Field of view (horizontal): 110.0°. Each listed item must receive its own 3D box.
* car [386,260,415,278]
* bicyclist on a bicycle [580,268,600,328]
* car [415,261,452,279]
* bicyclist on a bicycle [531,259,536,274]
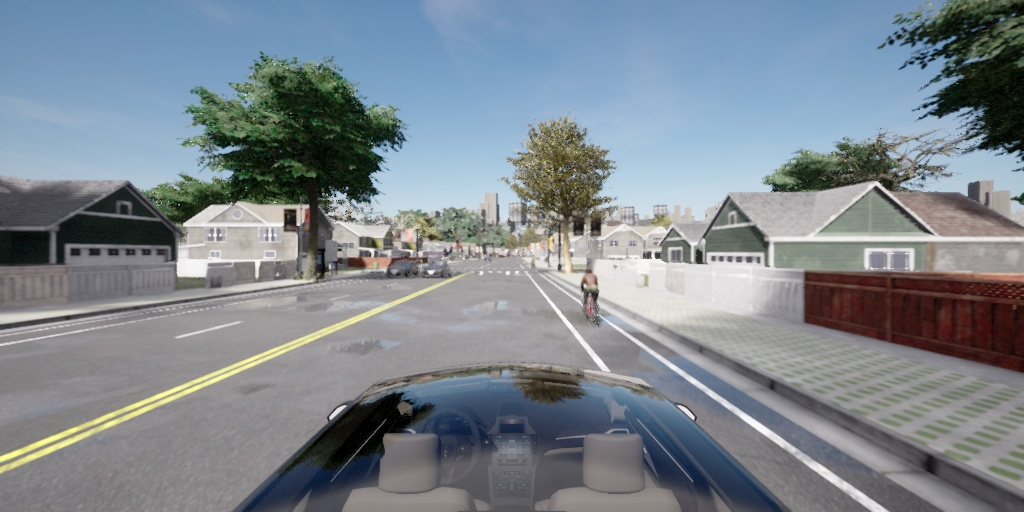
[{"bbox_3d":[-9.792,1.152,32.345,2.128,1.511,4.902,0,0,0],"label":"car"},{"bbox_3d":[2.255,1.177,10.375,0.582,1.620,1.656,0,0,0],"label":"bicyclist on a bicycle"},{"bbox_3d":[-6.548,1.154,31.505,2.128,1.511,4.902,0,0,0],"label":"car"},{"bbox_3d":[2.268,1.092,38.376,0.582,1.620,1.656,0,0,0],"label":"bicyclist on a bicycle"}]
